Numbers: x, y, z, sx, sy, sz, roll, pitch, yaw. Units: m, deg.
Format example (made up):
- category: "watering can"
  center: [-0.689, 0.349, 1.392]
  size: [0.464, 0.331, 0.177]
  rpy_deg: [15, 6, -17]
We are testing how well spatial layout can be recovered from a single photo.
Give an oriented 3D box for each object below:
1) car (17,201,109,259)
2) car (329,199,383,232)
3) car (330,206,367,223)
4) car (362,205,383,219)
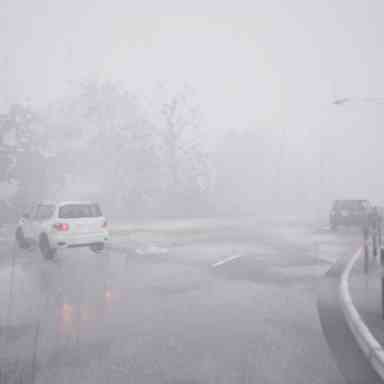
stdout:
- category: "car"
  center: [-5.480, 1.398, 13.732]
  size: [2.150, 2.045, 5.566]
  rpy_deg: [0, -1, -41]
- category: "car"
  center: [10.916, 1.519, 22.276]
  size: [2.150, 2.045, 5.566]
  rpy_deg: [-1, -2, 39]
- category: "car"
  center: [15.505, 2.130, 32.806]
  size: [1.882, 1.535, 5.008]
  rpy_deg: [-1, -2, 42]
- category: "car"
  center: [22.460, 2.417, 40.613]
  size: [1.882, 1.535, 5.008]
  rpy_deg: [-1, -2, 42]
